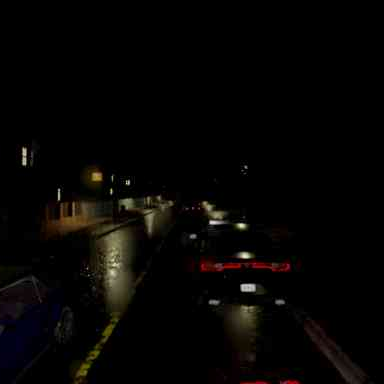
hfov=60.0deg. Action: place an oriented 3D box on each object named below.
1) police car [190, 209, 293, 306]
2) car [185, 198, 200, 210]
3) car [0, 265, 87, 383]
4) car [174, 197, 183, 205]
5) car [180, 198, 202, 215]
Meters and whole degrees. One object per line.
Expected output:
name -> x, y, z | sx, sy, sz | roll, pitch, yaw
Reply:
police car -> 0.972, 1.455, 8.324 | 1.930, 1.638, 5.238 | 0, 0, 0
car -> 0.089, 1.663, 45.647 | 1.837, 1.490, 4.892 | 0, 0, 1
car -> -2.748, 1.614, 3.547 | 1.895, 1.301, 4.718 | 0, 0, 0
car -> -2.659, 1.703, 67.117 | 1.882, 1.535, 5.008 | 0, 0, 0
car -> 0.119, 1.671, 35.300 | 2.033, 1.411, 5.357 | 0, 0, 0
